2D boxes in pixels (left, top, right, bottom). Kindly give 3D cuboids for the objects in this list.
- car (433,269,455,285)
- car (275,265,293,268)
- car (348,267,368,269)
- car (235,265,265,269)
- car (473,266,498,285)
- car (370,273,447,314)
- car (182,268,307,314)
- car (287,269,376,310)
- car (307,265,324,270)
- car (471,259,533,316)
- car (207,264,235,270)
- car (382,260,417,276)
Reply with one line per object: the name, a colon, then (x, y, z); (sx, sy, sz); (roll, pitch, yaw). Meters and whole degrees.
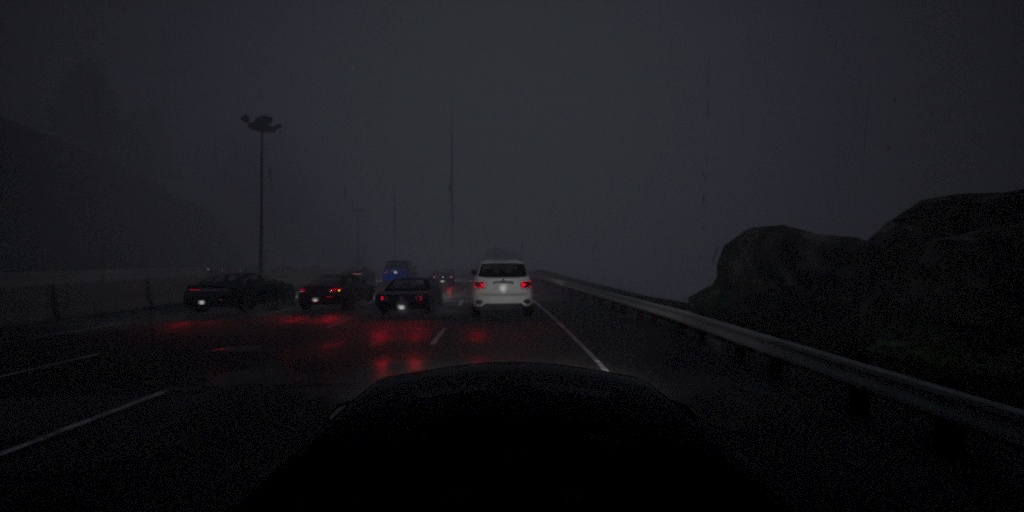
car: (-5.805, 1.743, 30.618); (1.895, 1.301, 4.718); (0, -1, -9)
car: (-31.807, 1.983, 50.022); (1.812, 1.442, 4.674); (0, -1, -16)
car: (-12.836, 1.646, 30.272); (2.128, 1.511, 4.902); (0, -1, -9)
car: (-35.063, 1.952, 48.697); (1.837, 1.490, 4.892); (0, -1, -16)
car: (-2.440, 1.655, 31.723); (1.837, 1.490, 4.892); (0, 0, -9)
car: (-3.993, 1.530, 14.707); (1.895, 1.301, 4.718); (0, -1, -4)
car: (-11.030, 1.441, 14.966); (2.128, 1.511, 4.902); (0, -1, -4)
car: (-7.584, 1.478, 15.816); (1.812, 1.442, 4.674); (0, -1, -4)
car: (-28.947, 2.050, 52.738); (1.994, 1.385, 4.181); (0, -1, -16)
car: (-0.462, 1.141, 14.436); (2.150, 2.045, 5.566); (0, 0, -4)
car: (-38.350, 1.792, 47.484); (2.097, 1.767, 4.553); (0, -1, -16)
car: (-9.197, 1.361, 29.694); (2.150, 2.045, 5.566); (0, -1, -9)
